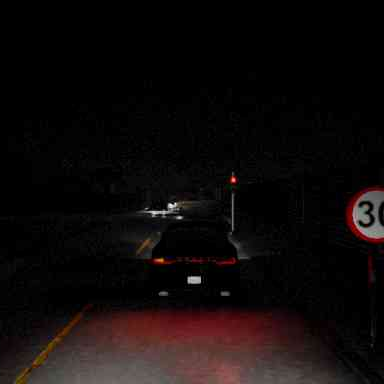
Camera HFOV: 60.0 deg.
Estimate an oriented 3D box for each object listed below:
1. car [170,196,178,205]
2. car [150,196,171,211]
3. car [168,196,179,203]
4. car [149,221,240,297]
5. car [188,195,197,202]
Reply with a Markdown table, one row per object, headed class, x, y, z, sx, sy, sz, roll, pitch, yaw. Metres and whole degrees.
| class | x | y | z | sx | sy | sz | roll | pitch | yaw |
| --- | --- | --- | --- | --- | --- | --- | --- | --- | --- |
| car | -3.976 | 1.493 | 57.264 | 2.128 | 1.511 | 4.902 | 0 | 0 | 0 |
| car | -4.023 | 1.564 | 41.028 | 1.994 | 1.385 | 4.181 | 0 | 0 | 0 |
| car | -3.867 | 1.525 | 70.138 | 2.128 | 1.511 | 4.902 | 0 | 0 | 0 |
| car | 0.068 | 1.478 | 8.629 | 1.882 | 1.535 | 5.008 | 0 | 0 | 1 |
| car | 0.135 | 1.339 | 71.405 | 1.812 | 1.442 | 4.674 | 0 | 0 | 0 |
